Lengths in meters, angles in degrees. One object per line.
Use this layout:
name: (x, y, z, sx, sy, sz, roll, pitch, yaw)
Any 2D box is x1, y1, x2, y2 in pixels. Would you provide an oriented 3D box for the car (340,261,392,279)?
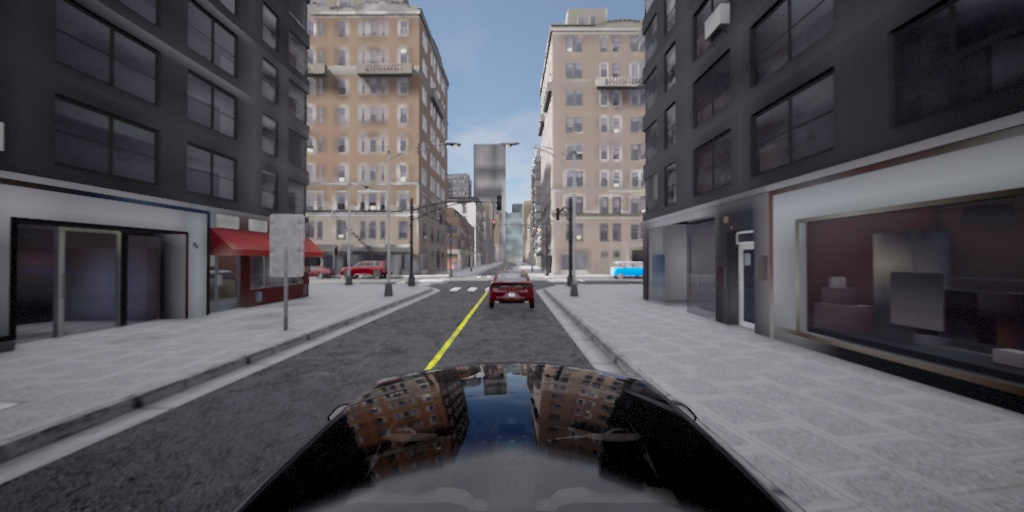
car: (-14.912, 1.405, 36.870, 5.009, 1.841, 2.192, 0, 0, 0)

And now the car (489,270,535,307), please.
car: (-0.001, 1.368, 16.325, 1.882, 1.535, 5.008, 0, 0, 0)

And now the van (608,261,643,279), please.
van: (12.035, 1.452, 36.706, 3.998, 1.789, 1.690, 0, 0, 0)

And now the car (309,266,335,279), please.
car: (-20.435, 1.667, 36.903, 4.207, 1.307, 1.802, 0, 0, 0)
